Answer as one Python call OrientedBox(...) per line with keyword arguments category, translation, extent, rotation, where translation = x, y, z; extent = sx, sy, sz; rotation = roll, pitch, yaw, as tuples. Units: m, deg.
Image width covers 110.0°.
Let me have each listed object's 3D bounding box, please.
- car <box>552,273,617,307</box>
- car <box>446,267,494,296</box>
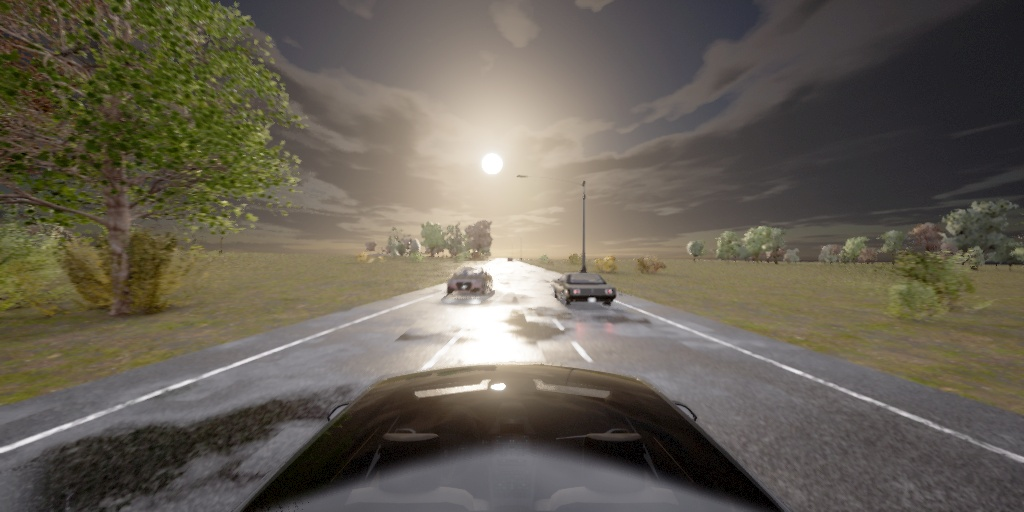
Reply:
OrientedBox(category="car", translation=(2.953, 1.375, 15.723), extent=(1.895, 1.301, 4.718), rotation=(0, 0, -2))
OrientedBox(category="car", translation=(-2.143, 1.304, 19.201), extent=(1.994, 1.385, 4.181), rotation=(0, 0, 5))
